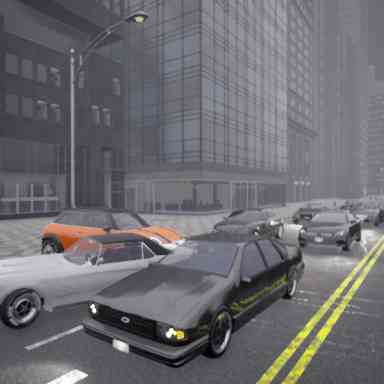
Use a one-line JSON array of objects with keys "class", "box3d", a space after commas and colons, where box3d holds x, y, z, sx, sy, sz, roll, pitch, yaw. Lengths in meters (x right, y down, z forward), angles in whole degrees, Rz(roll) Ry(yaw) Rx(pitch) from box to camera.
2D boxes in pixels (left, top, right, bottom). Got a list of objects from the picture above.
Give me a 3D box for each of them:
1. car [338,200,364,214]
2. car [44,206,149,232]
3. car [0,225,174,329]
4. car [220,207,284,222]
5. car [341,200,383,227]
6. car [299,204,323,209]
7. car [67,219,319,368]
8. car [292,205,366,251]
[{"class": "car", "box3d": [17.610, 1.569, 36.638, 1.895, 1.301, 4.718, 0, 0, 35]}, {"class": "car", "box3d": [-2.392, 1.310, 10.388, 4.553, 1.767, 2.097, 2, 1, 23]}, {"class": "car", "box3d": [-2.001, 1.596, 7.044, 4.718, 1.301, 1.895, 0, 0, -34]}, {"class": "car", "box3d": [2.662, 1.494, 15.109, 1.837, 1.490, 4.892, 0, 0, 35]}, {"class": "car", "box3d": [12.042, 1.466, 22.978, 2.128, 1.511, 4.902, 0, 0, 35]}, {"class": "car", "box3d": [8.740, 1.541, 23.900, 1.994, 1.385, 4.181, 0, 0, 36]}, {"class": "car", "box3d": [0.620, 1.545, 6.374, 2.033, 1.411, 5.357, 1, 1, 35]}, {"class": "car", "box3d": [6.035, 1.512, 14.271, 1.812, 1.442, 4.674, 0, 0, 35]}]
